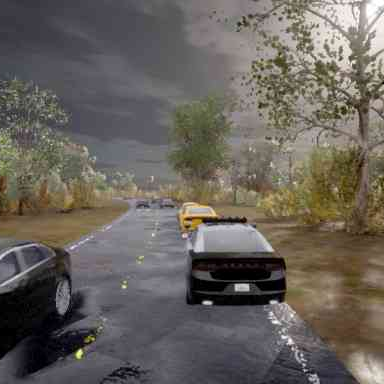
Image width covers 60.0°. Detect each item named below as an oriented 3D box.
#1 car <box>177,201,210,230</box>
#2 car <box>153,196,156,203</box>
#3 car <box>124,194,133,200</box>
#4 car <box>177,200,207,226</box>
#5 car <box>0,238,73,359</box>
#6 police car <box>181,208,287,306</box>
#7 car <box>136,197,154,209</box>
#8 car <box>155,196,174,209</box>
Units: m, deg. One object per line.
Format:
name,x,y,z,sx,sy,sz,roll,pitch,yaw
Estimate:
car,0.317,1.477,18.210,1.882,1.535,5.008,0,0,-4
car,-6.803,1.519,63.511,1.812,1.442,4.674,0,0,-12
car,-17.356,1.343,90.960,2.097,1.767,4.553,0,0,-18
car,-0.135,1.453,24.431,1.801,1.575,5.366,0,0,-5
car,-3.195,1.491,4.593,2.128,1.511,4.902,0,0,-1
police car,0.776,1.425,8.251,1.930,1.638,5.238,0,0,-2
car,-6.653,1.544,45.171,2.033,1.411,5.357,0,0,-9
car,-3.567,1.543,46.150,2.033,1.411,5.357,0,0,-9
